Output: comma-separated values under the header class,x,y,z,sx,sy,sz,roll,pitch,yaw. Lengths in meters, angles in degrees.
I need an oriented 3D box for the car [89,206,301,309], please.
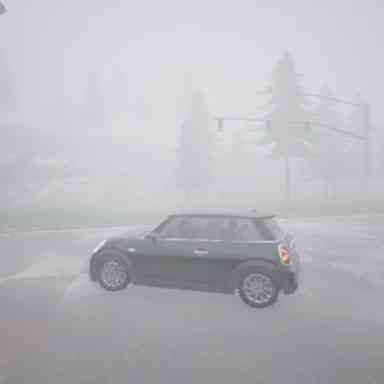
class,x,y,z,sx,sy,sz,roll,pitch,yaw
car,0.002,1.168,7.366,4.553,1.767,2.097,0,2,20
